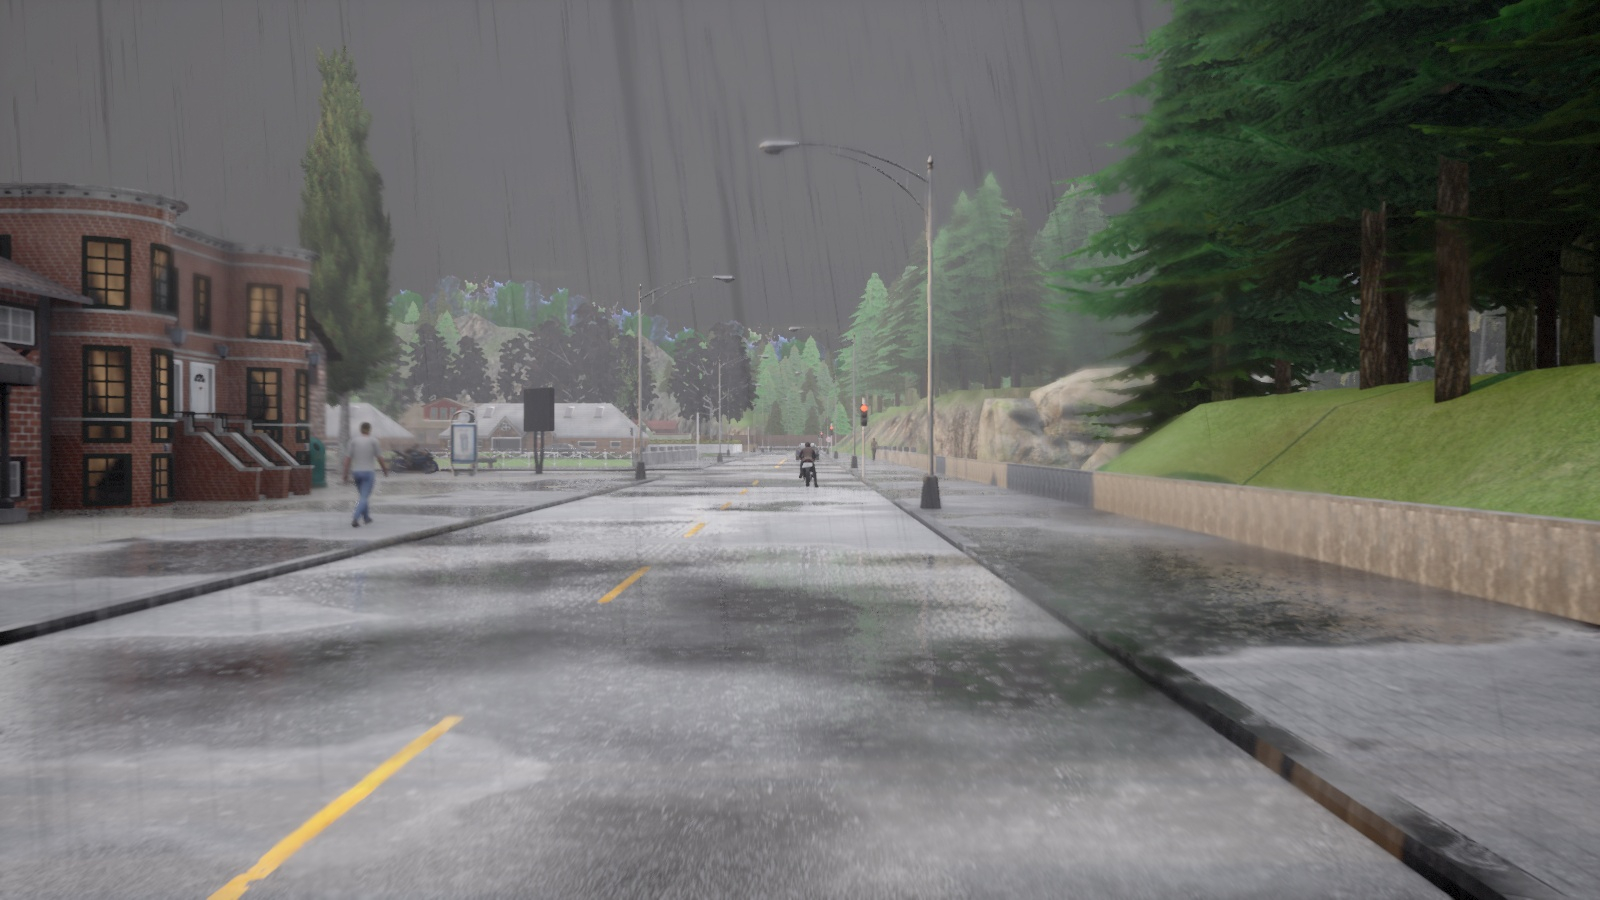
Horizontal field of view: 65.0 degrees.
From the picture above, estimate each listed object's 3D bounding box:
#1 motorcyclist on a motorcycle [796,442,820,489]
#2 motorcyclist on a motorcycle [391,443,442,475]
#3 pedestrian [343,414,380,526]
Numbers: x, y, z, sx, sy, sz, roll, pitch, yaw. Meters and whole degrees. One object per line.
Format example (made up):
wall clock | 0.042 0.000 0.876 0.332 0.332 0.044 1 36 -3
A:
motorcyclist on a motorcycle | 0.259 0.492 42.007 0.797 1.523 2.044 0 0 0
motorcyclist on a motorcycle | -18.552 0.424 60.780 2.191 1.530 0.866 0 0 0
pedestrian | -7.285 0.329 20.869 0.354 1.836 0.706 0 0 1
